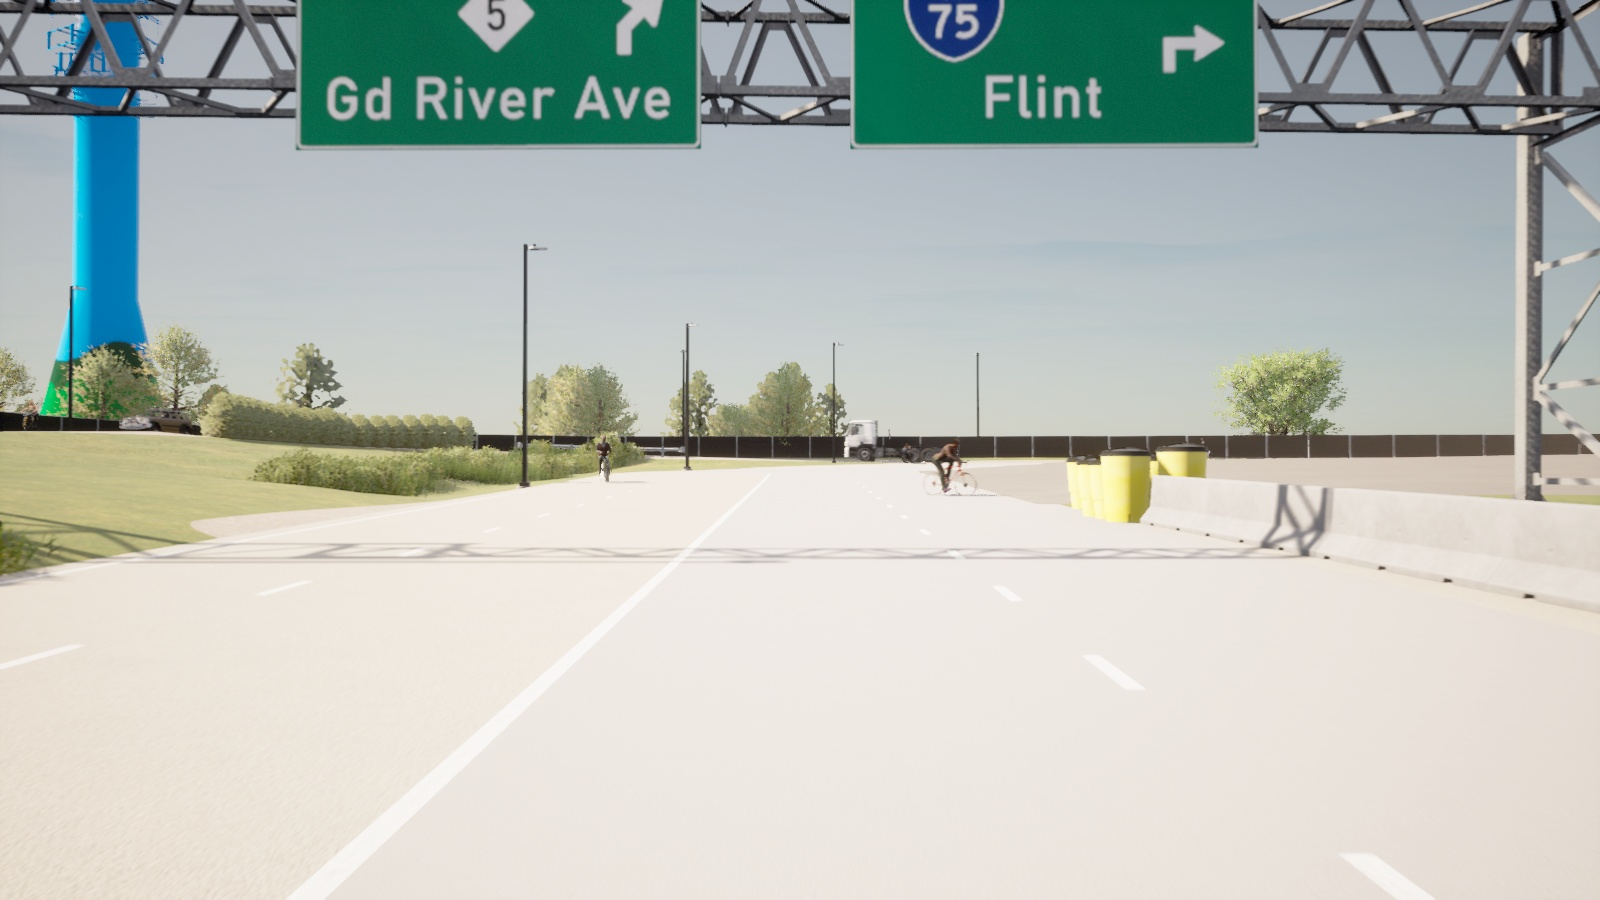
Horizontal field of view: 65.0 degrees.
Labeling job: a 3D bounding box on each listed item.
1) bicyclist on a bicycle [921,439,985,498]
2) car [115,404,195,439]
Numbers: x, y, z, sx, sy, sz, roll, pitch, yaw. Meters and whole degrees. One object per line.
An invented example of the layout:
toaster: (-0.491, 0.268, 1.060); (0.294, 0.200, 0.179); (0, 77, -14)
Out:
bicyclist on a bicycle: (4.256, 0.509, 35.017); (1.656, 1.620, 0.582); (1, 0, 31)
car: (-38.904, -1.673, 75.833); (1.932, 1.855, 4.605); (0, -2, 9)
